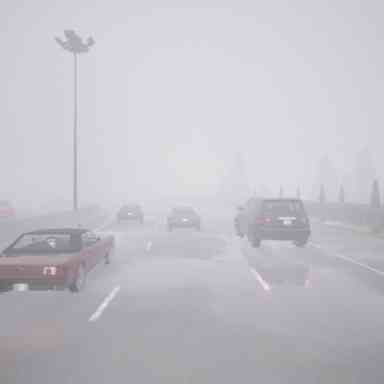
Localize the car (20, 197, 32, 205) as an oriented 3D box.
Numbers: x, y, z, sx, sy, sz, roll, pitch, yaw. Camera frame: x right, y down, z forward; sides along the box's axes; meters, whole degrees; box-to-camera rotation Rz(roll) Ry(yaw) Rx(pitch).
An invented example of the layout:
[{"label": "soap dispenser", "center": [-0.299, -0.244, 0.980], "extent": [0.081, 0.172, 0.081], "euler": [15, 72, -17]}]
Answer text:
[{"label": "car", "center": [-32.620, 1.758, 64.838], "extent": [2.033, 1.411, 5.357], "euler": [0, 0, -36]}]

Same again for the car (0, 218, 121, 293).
[{"label": "car", "center": [-3.414, 1.601, 8.830], "extent": [1.895, 1.301, 4.718], "euler": [0, 0, 0]}]

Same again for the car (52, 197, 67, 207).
[{"label": "car", "center": [-21.507, 1.602, 53.854], "extent": [1.882, 1.535, 5.008], "euler": [0, 0, -27]}]

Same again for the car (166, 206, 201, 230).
[{"label": "car", "center": [-0.616, 1.570, 21.103], "extent": [1.994, 1.385, 4.181], "euler": [0, 0, -6]}]

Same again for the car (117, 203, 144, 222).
[{"label": "car", "center": [-4.823, 1.579, 26.226], "extent": [1.994, 1.385, 4.181], "euler": [0, 0, -9]}]

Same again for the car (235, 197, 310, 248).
[{"label": "car", "center": [3.400, 1.222, 15.033], "extent": [2.150, 2.045, 5.566], "euler": [0, 0, -3]}]

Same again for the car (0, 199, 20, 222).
[{"label": "car", "center": [-15.684, 1.377, 26.376], "extent": [2.097, 1.767, 4.553], "euler": [0, 0, -11]}]
